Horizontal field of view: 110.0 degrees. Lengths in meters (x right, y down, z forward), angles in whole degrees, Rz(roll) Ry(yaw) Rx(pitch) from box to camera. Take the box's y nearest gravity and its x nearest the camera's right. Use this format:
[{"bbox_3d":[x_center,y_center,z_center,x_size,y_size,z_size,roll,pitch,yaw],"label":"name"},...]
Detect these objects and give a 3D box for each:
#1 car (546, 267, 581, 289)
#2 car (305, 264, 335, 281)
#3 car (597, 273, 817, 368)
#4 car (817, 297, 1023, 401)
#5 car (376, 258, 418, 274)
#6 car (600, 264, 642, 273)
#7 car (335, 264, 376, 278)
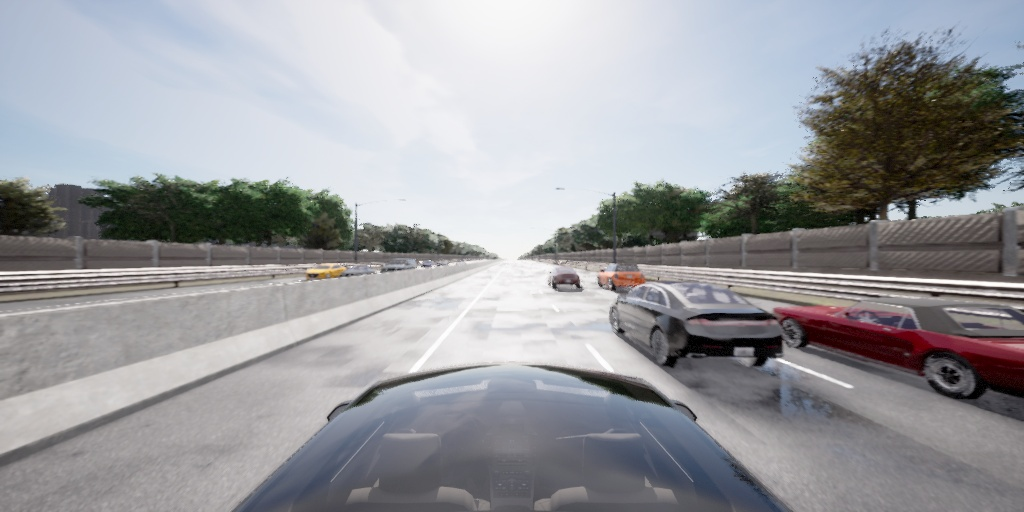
[{"bbox_3d":[3.595,1.474,25.152,1.812,1.442,4.674,0,0,0],"label":"car"},{"bbox_3d":[-17.593,1.494,34.151,1.882,1.535,5.008,0,0,0],"label":"car"},{"bbox_3d":[3.600,1.298,7.994,2.128,1.511,4.902,0,0,0],"label":"car"},{"bbox_3d":[7.100,1.394,6.456,1.895,1.301,4.718,0,-1,0],"label":"car"},{"bbox_3d":[-10.593,1.240,34.199,2.150,2.045,5.566,0,-1,0],"label":"car"},{"bbox_3d":[7.095,1.289,23.773,2.097,1.767,4.553,0,0,0],"label":"car"},{"bbox_3d":[-14.094,1.572,33.094,1.994,1.385,4.181,0,0,0],"label":"car"}]
